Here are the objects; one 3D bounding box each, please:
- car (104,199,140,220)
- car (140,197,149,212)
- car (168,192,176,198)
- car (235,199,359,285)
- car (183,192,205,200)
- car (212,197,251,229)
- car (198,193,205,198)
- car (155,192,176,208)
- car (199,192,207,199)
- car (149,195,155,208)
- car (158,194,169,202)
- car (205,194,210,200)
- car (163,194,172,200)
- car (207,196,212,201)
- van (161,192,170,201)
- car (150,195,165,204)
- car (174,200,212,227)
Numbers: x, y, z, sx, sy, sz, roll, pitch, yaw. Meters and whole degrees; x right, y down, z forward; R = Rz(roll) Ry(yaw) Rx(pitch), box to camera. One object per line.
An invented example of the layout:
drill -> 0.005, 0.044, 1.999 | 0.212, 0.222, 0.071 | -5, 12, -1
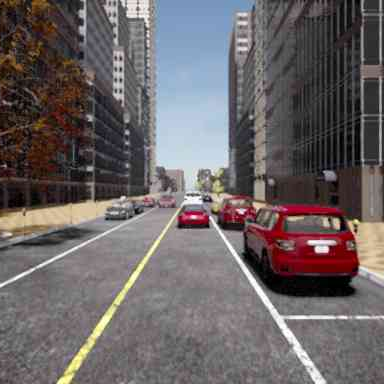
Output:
car -> -5.680, 1.393, 26.387 | 2.008, 1.369, 4.403 | 0, 0, 0
car -> -5.679, 1.373, 32.080 | 1.947, 1.339, 4.313 | 0, 0, 0
car -> -5.661, 0.826, 94.691 | 1.967, 1.590, 4.097 | 0, 0, 0
car -> 2.697, 1.260, 9.295 | 2.192, 1.841, 5.009 | 0, 0, 0
car -> 0.116, 0.979, 40.126 | 2.150, 2.045, 5.566 | 0, 1, 0
car -> 2.700, 1.193, 20.680 | 2.192, 1.841, 5.009 | 0, 0, 0
car -> 2.719, 0.968, 94.676 | 1.802, 1.307, 4.206 | 0, 0, 0
car -> -3.078, 1.093, 42.142 | 2.097, 1.767, 4.553 | 0, 1, 0
car -> 2.717, 0.906, 83.291 | 1.967, 1.590, 4.097 | 0, 0, 0
car -> -5.675, 1.316, 43.463 | 1.802, 1.307, 4.206 | 0, 0, 0
car -> -5.669, 1.128, 66.232 | 1.887, 1.381, 4.507 | 0, 0, 0
car -> 2.710, 1.187, 60.525 | 1.947, 1.339, 4.313 | 0, 0, 0
car -> -5.666, 1.087, 77.617 | 1.802, 1.307, 4.206 | 0, 0, 0
car -> 2.702, 1.331, 32.234 | 1.752, 1.417, 4.829 | 0, 0, 0
van -> -5.667, 0.886, 71.923 | 1.690, 1.788, 3.998 | 0, 0, 0
car -> -5.672, 1.210, 54.848 | 2.008, 1.369, 4.403 | 0, 0, 0
car -> 0.106, 1.436, 21.651 | 1.994, 1.385, 4.181 | 0, 0, 0
